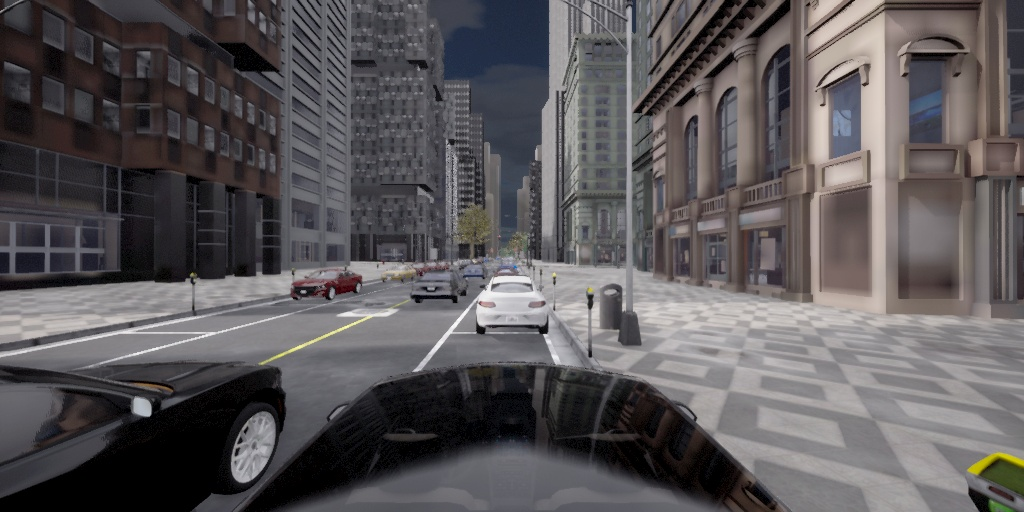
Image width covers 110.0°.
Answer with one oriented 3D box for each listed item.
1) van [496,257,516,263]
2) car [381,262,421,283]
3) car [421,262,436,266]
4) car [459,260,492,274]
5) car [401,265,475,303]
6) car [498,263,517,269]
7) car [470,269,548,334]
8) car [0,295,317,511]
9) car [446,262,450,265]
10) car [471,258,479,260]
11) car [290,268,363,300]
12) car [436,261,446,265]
[{"bbox_3d":[-0.371,1.094,34.137,1.690,1.789,3.998,0,0,0],"label":"van"},{"bbox_3d":[-8.921,1.277,28.459,1.751,1.417,4.829,0,0,0],"label":"car"},{"bbox_3d":[-8.922,1.298,34.154,1.888,1.381,4.507,0,0,0],"label":"car"},{"bbox_3d":[-3.145,1.317,31.450,2.033,1.411,5.357,0,0,0],"label":"car"},{"bbox_3d":[-3.145,1.315,16.450,2.033,1.411,5.357,0,0,0],"label":"car"},{"bbox_3d":[-0.373,1.334,23.087,1.802,1.307,4.207,0,0,0],"label":"car"},{"bbox_3d":[0.003,1.276,10.500,1.812,1.442,4.674,0,0,0],"label":"car"},{"bbox_3d":[-3.145,1.227,1.500,1.882,1.535,5.008,0,0,0],"label":"car"},{"bbox_3d":[-8.925,1.300,45.205,1.888,1.381,4.507,0,0,0],"label":"car"},{"bbox_3d":[-6.145,1.360,49.450,2.033,1.411,5.357,0,0,0],"label":"car"},{"bbox_3d":[-8.919,1.296,17.578,1.888,1.381,4.507,0,0,0],"label":"car"},{"bbox_3d":[-8.923,1.299,39.680,1.888,1.381,4.507,0,0,0],"label":"car"}]
